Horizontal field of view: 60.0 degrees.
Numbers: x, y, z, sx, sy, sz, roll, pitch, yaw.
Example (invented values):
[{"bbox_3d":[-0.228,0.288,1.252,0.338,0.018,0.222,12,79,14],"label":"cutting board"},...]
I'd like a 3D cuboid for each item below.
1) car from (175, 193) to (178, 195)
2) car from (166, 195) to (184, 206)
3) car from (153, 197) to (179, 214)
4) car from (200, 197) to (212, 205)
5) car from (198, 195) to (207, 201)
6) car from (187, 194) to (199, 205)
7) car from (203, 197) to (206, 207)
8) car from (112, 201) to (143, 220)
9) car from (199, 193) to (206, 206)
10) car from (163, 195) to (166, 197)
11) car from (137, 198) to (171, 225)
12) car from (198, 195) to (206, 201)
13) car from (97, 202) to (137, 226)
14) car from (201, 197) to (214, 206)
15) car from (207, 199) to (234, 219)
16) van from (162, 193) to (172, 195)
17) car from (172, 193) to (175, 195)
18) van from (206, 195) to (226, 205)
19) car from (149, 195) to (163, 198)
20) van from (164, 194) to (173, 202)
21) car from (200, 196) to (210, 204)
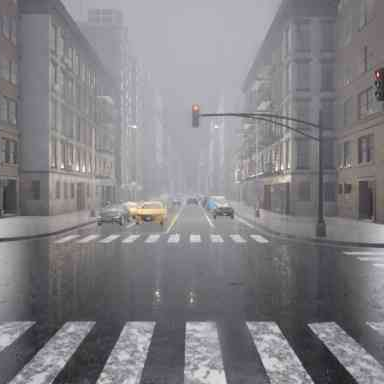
[{"bbox_3d":[-5.506,1.545,88.307,2.008,1.369,4.403,0,0,0],"label":"car"},{"bbox_3d":[-2.827,1.561,54.329,1.994,1.385,4.181,0,0,1],"label":"car"},{"bbox_3d":[-2.868,1.543,36.136,2.033,1.411,5.357,0,0,0],"label":"car"},{"bbox_3d":[2.609,1.546,61.282,2.008,1.369,4.403,0,0,0],"label":"car"},{"bbox_3d":[2.601,1.539,82.907,1.887,1.381,4.507,0,0,0],"label":"car"},{"bbox_3d":[0.063,1.500,57.005,1.837,1.490,4.892,0,0,0],"label":"car"},{"bbox_3d":[2.617,1.578,39.657,1.802,1.307,4.206,0,0,0],"label":"car"},{"bbox_3d":[-5.414,1.523,28.668,1.752,1.417,4.829,0,0,0],"label":"car"},{"bbox_3d":[2.613,1.311,50.469,2.192,1.841,5.009,0,0,0],"label":"car"},{"bbox_3d":[-5.447,1.521,50.293,1.752,1.417,4.829,0,0,0],"label":"car"},{"bbox_3d":[-2.868,1.475,24.347,1.882,1.535,5.008,0,0,0],"label":"car"},{"bbox_3d":[2.599,1.560,88.313,1.947,1.339,4.313,0,0,0],"label":"car"},{"bbox_3d":[-5.405,1.549,23.432,2.008,1.369,4.403,0,0,0],"label":"car"},{"bbox_3d":[2.611,1.561,55.876,1.947,1.339,4.313,0,0,0],"label":"car"},{"bbox_3d":[2.621,1.548,28.844,2.008,1.369,4.403,0,0,0],"label":"car"},{"bbox_3d":[-5.472,1.336,66.681,1.690,1.788,3.998,0,0,0],"label":"van"},{"bbox_3d":[-5.480,1.310,72.087,2.192,1.841,5.009,0,0,0],"label":"car"},{"bbox_3d":[2.619,1.338,34.251,1.690,1.788,3.998,0,0,0],"label":"van"},{"bbox_3d":[-5.439,1.436,45.057,1.967,1.590,4.097,0,0,0],"label":"car"},{"bbox_3d":[-5.489,1.336,77.494,1.690,1.788,3.998,0,0,0],"label":"van"},{"bbox_3d":[2.607,1.521,66.857,1.752,1.417,4.829,0,0,0],"label":"car"}]
